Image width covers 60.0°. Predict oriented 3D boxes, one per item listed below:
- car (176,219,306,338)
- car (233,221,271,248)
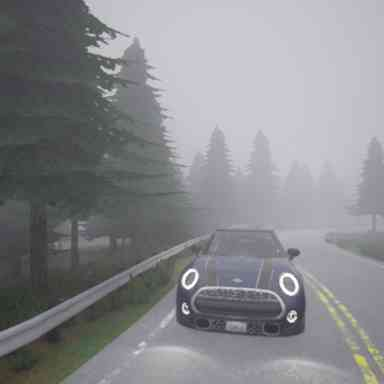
[{"bbox_3d":[1.133,1.509,7.158,2.097,1.767,4.553,0,-3,12],"label":"car"},{"bbox_3d":[3.913,2.615,21.202,1.994,1.385,4.181,0,-4,16],"label":"car"}]
